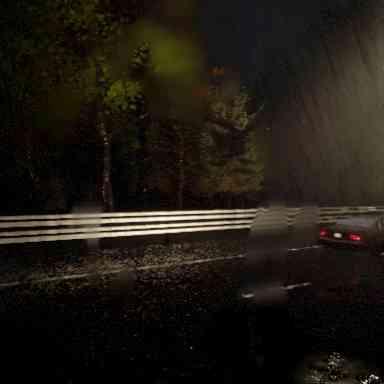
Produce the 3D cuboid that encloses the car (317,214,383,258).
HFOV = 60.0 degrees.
[{"bbox_3d":[7.208,1.584,12.937,5.357,1.411,2.033,0,0,-32],"label":"car"}]
